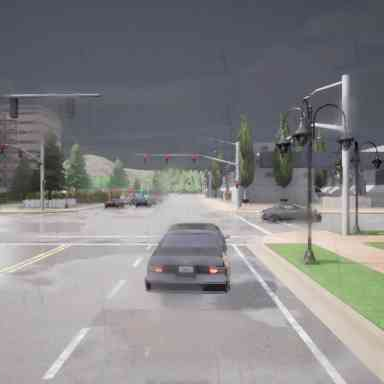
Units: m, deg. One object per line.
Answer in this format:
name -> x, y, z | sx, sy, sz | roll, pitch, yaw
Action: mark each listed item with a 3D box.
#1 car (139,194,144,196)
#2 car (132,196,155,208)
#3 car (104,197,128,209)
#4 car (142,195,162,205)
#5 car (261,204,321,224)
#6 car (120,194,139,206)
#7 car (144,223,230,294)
car -> -10.488, 1.548, 67.063 | 2.033, 1.411, 5.357 | 0, 0, 1
car -> -7.064, 1.601, 48.797 | 1.895, 1.301, 4.718 | 0, 0, 0
car -> -10.572, 1.601, 45.531 | 1.895, 1.301, 4.718 | 0, 0, 0
car -> -7.051, 1.547, 58.442 | 2.033, 1.411, 5.357 | 0, 0, 0
car -> 7.145, 1.564, 24.254 | 4.181, 1.385, 1.994 | 0, 0, 0
car -> -10.565, 1.491, 54.798 | 2.128, 1.511, 4.902 | 0, 0, 0
car -> 0.059, 1.547, 8.951 | 2.033, 1.411, 5.357 | 0, 0, 4
